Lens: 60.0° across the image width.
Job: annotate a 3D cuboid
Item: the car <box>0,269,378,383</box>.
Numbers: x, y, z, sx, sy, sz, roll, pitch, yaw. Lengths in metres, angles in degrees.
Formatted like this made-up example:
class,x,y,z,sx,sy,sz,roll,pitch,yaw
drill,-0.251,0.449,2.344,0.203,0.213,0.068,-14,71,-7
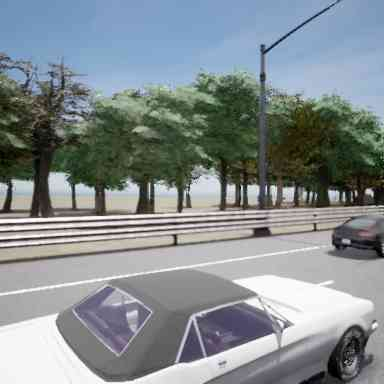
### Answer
class,x,y,z,sx,sy,sz,roll,pitch,yaw
car,0.158,1.623,3.856,4.718,1.301,1.895,1,0,-35

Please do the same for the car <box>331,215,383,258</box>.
class,x,y,z,sx,sy,sz,roll,pitch,yaw
car,7.447,1.638,13.348,4.674,1.442,1.812,0,0,-35
